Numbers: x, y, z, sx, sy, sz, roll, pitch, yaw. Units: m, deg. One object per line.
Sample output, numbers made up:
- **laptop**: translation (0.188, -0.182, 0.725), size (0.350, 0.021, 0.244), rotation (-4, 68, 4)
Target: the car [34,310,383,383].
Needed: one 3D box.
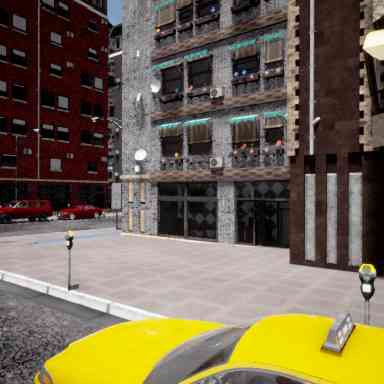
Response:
- **car**: translation (0.754, 1.525, 2.338), size (4.829, 1.417, 1.752), rotation (0, 0, 36)

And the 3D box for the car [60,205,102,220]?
- **car**: translation (-10.840, 1.923, 32.274), size (1.887, 1.381, 4.507), rotation (-1, -2, 35)

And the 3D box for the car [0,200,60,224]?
- **car**: translation (-14.136, 1.591, 27.635), size (2.192, 1.841, 5.009), rotation (-1, -2, 35)
